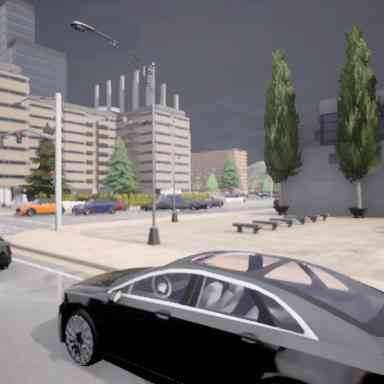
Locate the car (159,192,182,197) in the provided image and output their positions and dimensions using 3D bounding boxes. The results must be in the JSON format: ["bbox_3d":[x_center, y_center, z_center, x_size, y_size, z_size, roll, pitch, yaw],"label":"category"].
[{"bbox_3d":[-3.617,1.373,47.588,2.150,2.045,5.566,0,0,41],"label":"car"}]

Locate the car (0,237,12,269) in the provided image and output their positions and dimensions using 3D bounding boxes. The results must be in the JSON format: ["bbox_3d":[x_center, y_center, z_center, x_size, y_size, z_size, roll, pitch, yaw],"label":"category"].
[{"bbox_3d":[-7.277,1.618,10.244,4.181,1.385,1.994,0,0,40],"label":"car"}]

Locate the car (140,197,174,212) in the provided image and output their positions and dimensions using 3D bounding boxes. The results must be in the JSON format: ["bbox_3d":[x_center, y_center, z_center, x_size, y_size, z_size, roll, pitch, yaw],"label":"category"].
[{"bbox_3d":[-3.989,1.684,41.794,2.033,1.411,5.357,0,0,41],"label":"car"}]

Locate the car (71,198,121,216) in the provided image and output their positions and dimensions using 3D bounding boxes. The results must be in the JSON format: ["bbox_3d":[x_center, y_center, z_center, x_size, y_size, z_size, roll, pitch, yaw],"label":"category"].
[{"bbox_3d":[-10.170,1.487,34.613,2.097,1.767,4.553,0,0,41],"label":"car"}]

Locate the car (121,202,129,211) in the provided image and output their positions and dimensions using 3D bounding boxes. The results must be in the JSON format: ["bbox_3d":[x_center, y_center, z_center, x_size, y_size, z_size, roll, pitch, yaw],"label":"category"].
[{"bbox_3d":[-9.751,1.715,40.457,1.994,1.385,4.181,0,0,41],"label":"car"}]

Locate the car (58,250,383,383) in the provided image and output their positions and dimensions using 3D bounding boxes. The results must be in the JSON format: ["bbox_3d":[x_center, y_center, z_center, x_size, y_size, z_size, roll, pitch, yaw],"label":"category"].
[{"bbox_3d":[0.268,1.503,4.100,4.902,1.511,2.128,0,0,37],"label":"car"}]

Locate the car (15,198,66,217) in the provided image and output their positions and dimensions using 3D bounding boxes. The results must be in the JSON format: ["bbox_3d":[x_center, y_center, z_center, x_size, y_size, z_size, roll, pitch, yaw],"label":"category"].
[{"bbox_3d":[-15.429,1.503,33.964,2.097,1.767,4.553,0,0,42],"label":"car"}]

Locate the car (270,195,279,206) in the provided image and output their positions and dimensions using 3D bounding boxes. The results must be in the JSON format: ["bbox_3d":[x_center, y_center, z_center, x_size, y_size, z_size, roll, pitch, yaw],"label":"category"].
[{"bbox_3d":[14.725,1.584,52.509,1.882,1.535,5.008,0,0,41],"label":"car"}]

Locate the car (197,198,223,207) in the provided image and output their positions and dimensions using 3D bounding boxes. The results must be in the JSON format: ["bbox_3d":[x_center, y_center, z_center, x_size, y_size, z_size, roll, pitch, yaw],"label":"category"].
[{"bbox_3d":[3.074,1.679,55.325,1.812,1.442,4.674,0,0,41],"label":"car"}]

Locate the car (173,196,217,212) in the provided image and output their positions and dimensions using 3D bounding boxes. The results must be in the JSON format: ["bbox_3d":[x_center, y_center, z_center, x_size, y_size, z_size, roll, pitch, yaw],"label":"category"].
[{"bbox_3d":[0.441,1.611,41.270,2.128,1.511,4.902,0,0,41],"label":"car"}]

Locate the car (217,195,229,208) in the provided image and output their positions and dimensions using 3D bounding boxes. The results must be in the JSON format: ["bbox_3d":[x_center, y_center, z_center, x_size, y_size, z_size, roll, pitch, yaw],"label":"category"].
[{"bbox_3d":[2.797,1.629,49.663,2.128,1.511,4.902,0,0,41],"label":"car"}]
